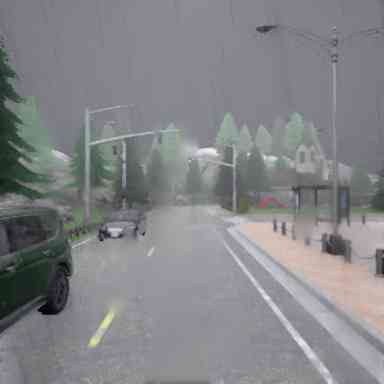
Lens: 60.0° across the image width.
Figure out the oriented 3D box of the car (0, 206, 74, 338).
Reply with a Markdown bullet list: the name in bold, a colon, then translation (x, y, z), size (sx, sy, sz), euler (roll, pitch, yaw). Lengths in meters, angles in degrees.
- **car**: translation (-3.582, 1.271, 4.832), size (2.150, 2.045, 5.566), euler (0, -1, 1)

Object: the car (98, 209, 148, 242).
- **car**: translation (-3.502, 1.674, 17.540), size (2.128, 1.511, 4.902), euler (0, -1, 0)
